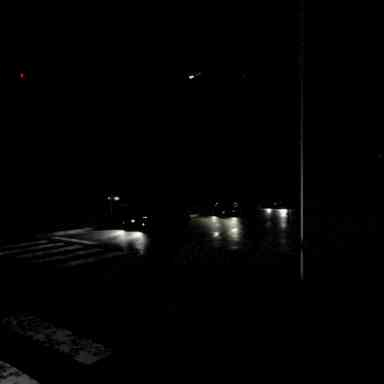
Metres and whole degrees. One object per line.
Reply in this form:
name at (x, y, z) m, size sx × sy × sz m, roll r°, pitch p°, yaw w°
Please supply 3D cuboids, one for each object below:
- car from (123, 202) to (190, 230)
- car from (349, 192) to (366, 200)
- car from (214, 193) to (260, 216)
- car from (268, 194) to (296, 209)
car at (-1.905, 1.285, 18.825) m, size 1.994 × 1.385 × 4.181 m, roll 0°, pitch 1°, yaw 35°
car at (26.021, 0.603, 52.322) m, size 1.994 × 1.385 × 4.181 m, roll 0°, pitch 1°, yaw 35°
car at (3.649, 0.913, 26.584) m, size 2.097 × 1.767 × 4.553 m, roll 0°, pitch 1°, yaw 36°
car at (9.648, 0.898, 34.941) m, size 1.837 × 1.490 × 4.892 m, roll 0°, pitch 1°, yaw 36°
